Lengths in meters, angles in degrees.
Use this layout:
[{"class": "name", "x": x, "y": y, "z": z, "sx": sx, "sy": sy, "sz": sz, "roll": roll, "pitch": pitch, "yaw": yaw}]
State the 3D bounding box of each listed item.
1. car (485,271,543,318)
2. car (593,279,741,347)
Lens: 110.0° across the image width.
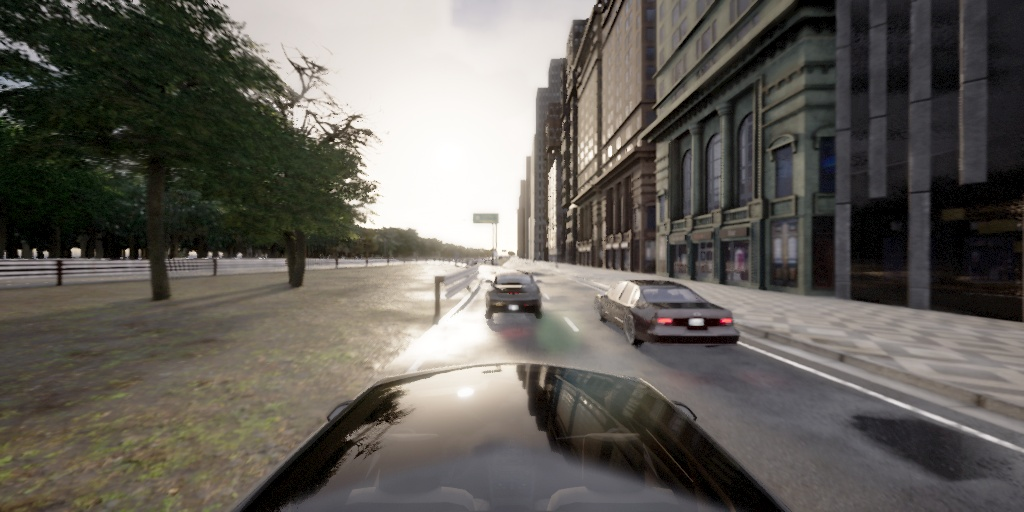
[{"class": "car", "x": 0.064, "y": 1.278, "z": 13.141, "sx": 1.837, "sy": 1.490, "sz": 4.892, "roll": 0, "pitch": 0, "yaw": 0}, {"class": "car", "x": 3.537, "y": 1.312, "z": 9.352, "sx": 2.033, "sy": 1.411, "sz": 5.357, "roll": 0, "pitch": 0, "yaw": 1}]
